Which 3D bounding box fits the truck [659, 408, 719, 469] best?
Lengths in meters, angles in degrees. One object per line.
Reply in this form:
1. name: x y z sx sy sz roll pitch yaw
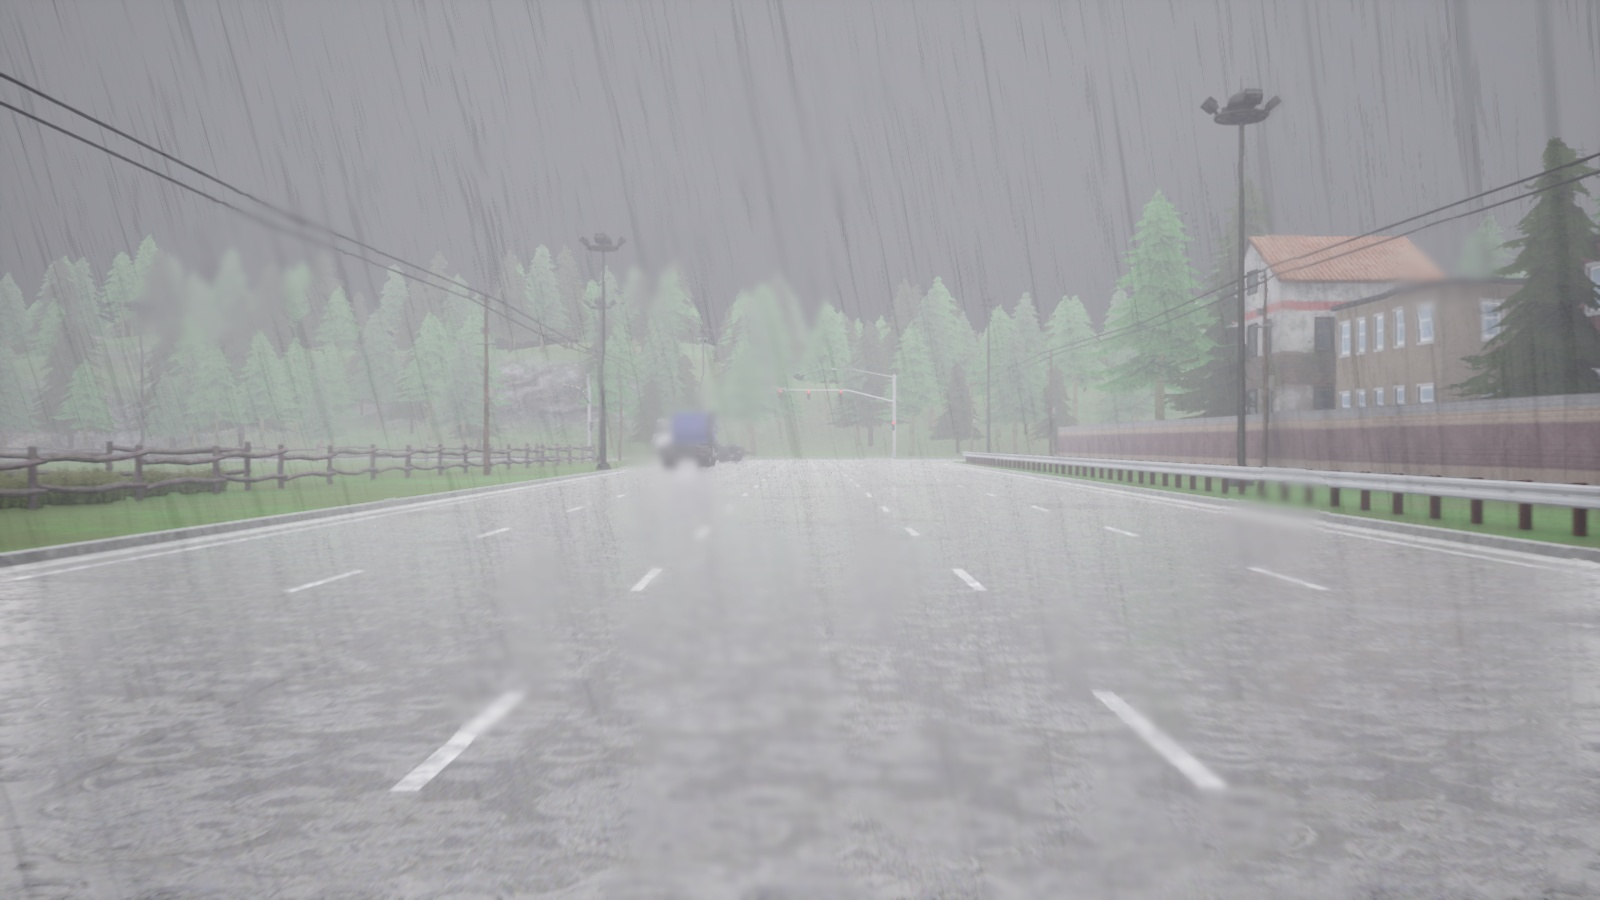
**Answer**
1. truck: -6.558 -0.665 75.407 2.891 3.462 7.936 0 0 0
